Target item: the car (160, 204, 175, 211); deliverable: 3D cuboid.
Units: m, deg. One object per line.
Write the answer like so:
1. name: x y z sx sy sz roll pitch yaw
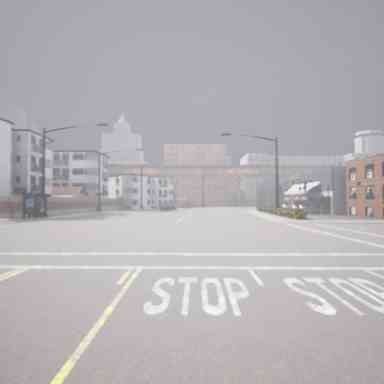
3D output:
1. car: -4.709 3.038 64.091 1.895 1.301 4.718 0 -1 13
